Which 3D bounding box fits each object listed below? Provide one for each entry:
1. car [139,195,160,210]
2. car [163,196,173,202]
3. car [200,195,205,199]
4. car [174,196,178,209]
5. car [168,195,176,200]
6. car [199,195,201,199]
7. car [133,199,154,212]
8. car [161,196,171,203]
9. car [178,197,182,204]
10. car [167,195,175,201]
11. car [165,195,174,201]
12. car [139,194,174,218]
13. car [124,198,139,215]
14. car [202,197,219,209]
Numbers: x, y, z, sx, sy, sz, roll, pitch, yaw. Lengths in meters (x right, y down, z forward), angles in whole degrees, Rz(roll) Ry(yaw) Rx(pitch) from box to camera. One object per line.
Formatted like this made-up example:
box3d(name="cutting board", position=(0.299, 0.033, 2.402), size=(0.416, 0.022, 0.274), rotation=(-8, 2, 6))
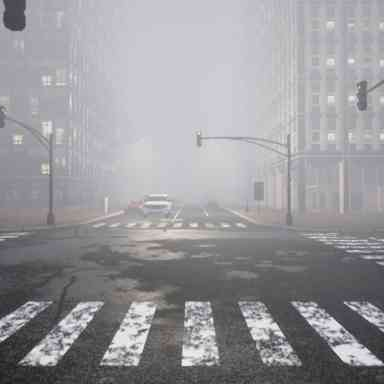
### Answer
box3d(name="car", position=(-5.650, 1.329, 44.939), size=(2.192, 1.841, 5.009), rotation=(1, 0, 0))
box3d(name="car", position=(-5.639, 1.577, 78.390), size=(2.008, 1.369, 4.403), rotation=(1, 0, 0))
box3d(name="car", position=(2.731, 1.544, 56.322), size=(1.752, 1.417, 4.829), rotation=(1, 0, 0))
box3d(name="car", position=(-3.080, 1.540, 41.949), size=(1.812, 1.442, 4.674), rotation=(0, 1, 0))
box3d(name="car", position=(-5.632, 1.599, 95.115), size=(1.947, 1.339, 4.313), rotation=(1, 0, 0))
box3d(name="car", position=(2.733, 1.586, 61.730), size=(1.947, 1.339, 4.313), rotation=(1, 0, 0))
box3d(name="car", position=(-5.658, 1.594, 39.364), size=(1.802, 1.307, 4.206), rotation=(1, 0, 0))
box3d(name="car", position=(-5.642, 1.569, 72.814), size=(1.887, 1.381, 4.507), rotation=(1, 0, 0))
box3d(name="car", position=(-2.988, 1.585, 63.035), size=(1.994, 1.385, 4.181), rotation=(0, 0, 0))
box3d(name="car", position=(-5.634, 1.581, 89.540), size=(2.008, 1.369, 4.403), rotation=(1, 0, 0))
box3d(name="car", position=(-5.636, 1.573, 83.965), size=(1.887, 1.381, 4.507), rotation=(1, 0, 0))
box3d(name="car", position=(-3.083, 1.231, 30.353), size=(2.150, 2.045, 5.566), rotation=(0, 0, 0))
box3d(name="car", position=(-5.658, 1.451, 33.788), size=(1.967, 1.590, 4.097), rotation=(1, 0, 0))
box3d(name="car", position=(2.724, 1.596, 44.997), size=(1.802, 1.307, 4.206), rotation=(1, 0, 0))
